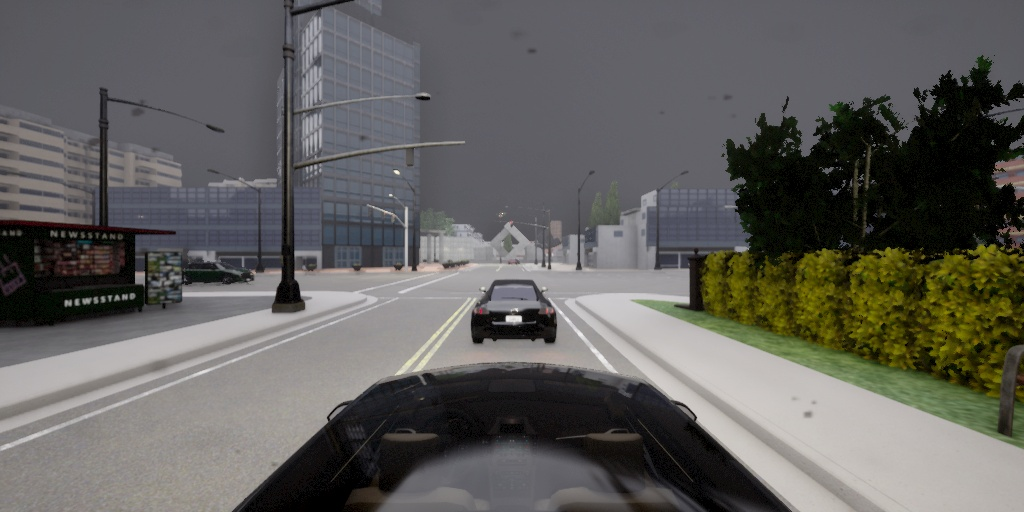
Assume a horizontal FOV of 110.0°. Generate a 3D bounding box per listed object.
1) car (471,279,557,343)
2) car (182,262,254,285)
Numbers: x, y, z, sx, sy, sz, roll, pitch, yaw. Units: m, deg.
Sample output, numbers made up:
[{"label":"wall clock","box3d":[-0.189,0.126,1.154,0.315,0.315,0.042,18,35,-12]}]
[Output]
[{"label":"car","box3d":[0.045,1.308,9.637,1.994,1.385,4.181,0,0,0]},{"label":"car","box3d":[-22.245,1.252,27.153,4.553,1.767,2.097,-1,0,-1]}]
